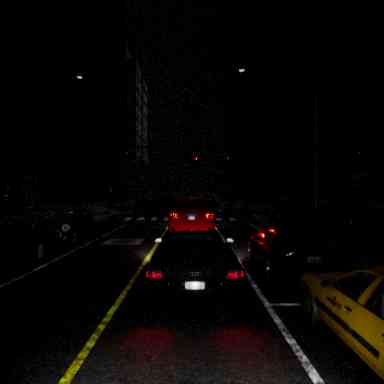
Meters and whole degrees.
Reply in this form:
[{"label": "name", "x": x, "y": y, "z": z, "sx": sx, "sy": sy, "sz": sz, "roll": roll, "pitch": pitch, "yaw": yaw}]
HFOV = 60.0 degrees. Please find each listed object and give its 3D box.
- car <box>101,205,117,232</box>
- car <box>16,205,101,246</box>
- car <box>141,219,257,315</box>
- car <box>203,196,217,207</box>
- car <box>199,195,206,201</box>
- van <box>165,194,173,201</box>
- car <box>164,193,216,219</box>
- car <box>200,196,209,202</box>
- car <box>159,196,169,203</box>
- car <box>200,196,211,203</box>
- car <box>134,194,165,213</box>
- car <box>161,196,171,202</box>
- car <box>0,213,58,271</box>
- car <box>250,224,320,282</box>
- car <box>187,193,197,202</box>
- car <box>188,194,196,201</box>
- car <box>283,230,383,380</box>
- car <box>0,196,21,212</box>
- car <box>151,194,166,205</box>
[{"label": "car", "x": -5.777, "y": 1.518, "z": 20.280, "sx": 1.752, "sy": 1.417, "sz": 4.829, "roll": 0, "pitch": 0, "yaw": 0}, {"label": "car", "x": -5.774, "y": 1.434, "z": 14.994, "sx": 1.967, "sy": 1.590, "sz": 4.097, "roll": 0, "pitch": 0, "yaw": 0}, {"label": "car", "x": 0.054, "y": 1.561, "z": 7.670, "sx": 1.994, "sy": 1.385, "sz": 4.181, "roll": 0, "pitch": 0, "yaw": 0}, {"label": "car", "x": 2.727, "y": 1.429, "z": 52.426, "sx": 1.967, "sy": 1.590, "sz": 4.097, "roll": 0, "pitch": 0, "yaw": 0}, {"label": "car", "x": 2.705, "y": 1.519, "z": 85.222, "sx": 1.752, "sy": 1.417, "sz": 4.829, "roll": 0, "pitch": 0, "yaw": 0}, {"label": "van", "x": -5.820, "y": 1.335, "z": 85.046, "sx": 1.690, "sy": 1.788, "sz": 3.998, "roll": 0, "pitch": 0, "yaw": 0}, {"label": "car", "x": -0.008, "y": 1.215, "z": 17.090, "sx": 2.150, "sy": 2.045, "sz": 5.566, "roll": 0, "pitch": 0, "yaw": 0}, {"label": "car", "x": 2.713, "y": 1.536, "z": 74.177, "sx": 1.887, "sy": 1.381, "sz": 4.507, "roll": 0, "pitch": 0, "yaw": 0}, {"label": "car", "x": -5.809, "y": 1.572, "z": 68.733, "sx": 1.802, "sy": 1.307, "sz": 4.206, "roll": 0, "pitch": 0, "yaw": 0}, {"label": "car", "x": 2.716, "y": 1.541, "z": 68.739, "sx": 2.008, "sy": 1.369, "sz": 4.403, "roll": 0, "pitch": 0, "yaw": 0}, {"label": "car", "x": -3.283, "y": 1.173, "z": 35.136, "sx": 5.566, "sy": 2.045, "sz": 2.150, "roll": 1, "pitch": 0, "yaw": 0}, {"label": "car", "x": -5.812, "y": 1.516, "z": 74.001, "sx": 1.752, "sy": 1.417, "sz": 4.829, "roll": 0, "pitch": 0, "yaw": 0}, {"label": "car", "x": -5.771, "y": 1.541, "z": 9.537, "sx": 1.887, "sy": 1.381, "sz": 4.507, "roll": 0, "pitch": 0, "yaw": 0}, {"label": "car", "x": 2.755, "y": 1.562, "z": 9.544, "sx": 1.947, "sy": 1.339, "sz": 4.313, "roll": 0, "pitch": 0, "yaw": 0}, {"label": "car", "x": -0.048, "y": 1.217, "z": 75.575, "sx": 2.150, "sy": 2.045, "sz": 5.566, "roll": 0, "pitch": 0, "yaw": 0}, {"label": "car", "x": -0.059, "y": 1.350, "z": 88.968, "sx": 2.097, "sy": 1.767, "sz": 4.553, "roll": 0, "pitch": 0, "yaw": 0}, {"label": "car", "x": 2.758, "y": 1.523, "z": 4.257, "sx": 1.752, "sy": 1.417, "sz": 4.829, "roll": 0, "pitch": 0, "yaw": 0}, {"label": "car", "x": -17.940, "y": 1.157, "z": 31.901, "sx": 4.902, "sy": 1.511, "sz": 2.128, "roll": 1, "pitch": 0, "yaw": 0}, {"label": "car", "x": -5.802, "y": 1.304, "z": 57.858, "sx": 2.192, "sy": 1.841, "sz": 5.009, "roll": 0, "pitch": 0, "yaw": 0}]
